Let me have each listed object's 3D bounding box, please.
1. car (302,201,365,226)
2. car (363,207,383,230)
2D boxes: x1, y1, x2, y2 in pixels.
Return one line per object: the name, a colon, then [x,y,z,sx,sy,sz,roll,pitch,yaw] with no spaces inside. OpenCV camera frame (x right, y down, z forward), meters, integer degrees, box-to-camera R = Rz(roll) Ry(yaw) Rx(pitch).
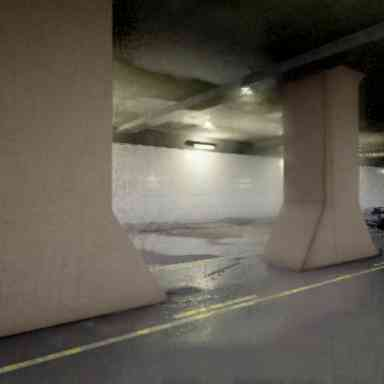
car: [10.405,1.478,24.318,5.008,1.535,1.882,0,0,-36]
car: [11.916,1.601,21.091,4.718,1.301,1.895,0,0,-36]
